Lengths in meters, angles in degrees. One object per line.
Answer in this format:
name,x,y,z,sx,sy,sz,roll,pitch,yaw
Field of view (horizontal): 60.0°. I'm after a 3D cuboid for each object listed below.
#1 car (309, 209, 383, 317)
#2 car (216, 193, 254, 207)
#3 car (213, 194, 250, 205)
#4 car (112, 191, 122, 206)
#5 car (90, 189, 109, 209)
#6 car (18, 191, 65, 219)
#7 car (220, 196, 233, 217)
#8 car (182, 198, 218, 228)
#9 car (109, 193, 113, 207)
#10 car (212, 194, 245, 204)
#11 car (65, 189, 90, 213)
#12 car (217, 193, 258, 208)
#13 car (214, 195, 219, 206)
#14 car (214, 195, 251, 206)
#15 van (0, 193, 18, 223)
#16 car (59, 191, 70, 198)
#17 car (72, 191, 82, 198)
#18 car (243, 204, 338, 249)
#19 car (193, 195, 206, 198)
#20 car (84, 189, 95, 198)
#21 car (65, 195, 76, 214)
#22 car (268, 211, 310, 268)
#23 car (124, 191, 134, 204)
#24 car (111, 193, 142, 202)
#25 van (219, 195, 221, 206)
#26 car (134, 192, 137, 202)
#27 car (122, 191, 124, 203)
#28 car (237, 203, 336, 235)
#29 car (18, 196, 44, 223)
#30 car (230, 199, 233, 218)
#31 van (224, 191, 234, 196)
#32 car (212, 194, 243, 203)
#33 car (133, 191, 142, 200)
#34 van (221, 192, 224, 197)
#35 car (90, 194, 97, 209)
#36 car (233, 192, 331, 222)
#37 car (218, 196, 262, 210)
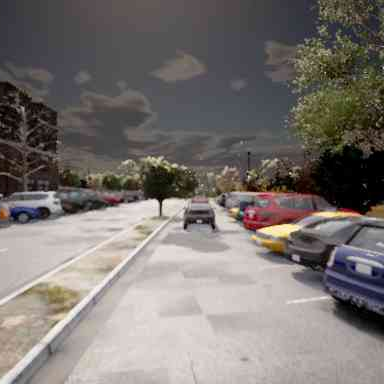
car,4.849,1.316,6.215,4.553,1.767,2.185,1,0,-19
car,5.837,1.044,44.891,4.553,1.767,2.185,1,1,-18
car,6.162,1.121,51.731,5.366,1.575,1.946,1,0,-18
car,-12.398,0.914,43.404,5.566,2.045,2.435,-1,0,-18
car,-12.560,0.956,37.393,5.566,2.045,2.435,-1,0,-18
car,-12.926,1.039,25.349,5.566,2.045,2.435,-1,1,-19
car,5.091,1.311,23.995,5.366,1.575,1.946,1,1,-19
car,0.460,1.359,20.803,1.837,1.490,4.892,0,0,1
car,-12.475,1.216,40.398,4.792,1.488,2.163,-1,0,-18
car,6.074,1.099,55.059,4.892,1.521,2.231,1,0,-18
car,-12.768,0.998,31.355,5.566,2.045,2.435,-1,1,-18
car,5.696,1.064,41.903,4.553,1.767,2.185,1,0,-18
car,5.601,0.981,35.969,5.566,2.045,2.435,1,0,-19
car,5.871,1.175,48.262,4.792,1.488,2.163,1,1,-18
van,-12.950,1.103,19.392,4.442,1.987,1.878,-1,0,-19
car,-30.062,0.597,78.624,2.231,1.521,4.892,0,-1,-18
car,-27.107,0.635,78.510,2.002,1.452,4.674,0,-1,-18
car,4.805,1.395,12.097,5.366,1.575,1.946,1,1,-19
car,0.912,1.081,38.700,2.097,1.767,4.553,0,0,1
car,-24.134,0.343,78.371,2.435,2.045,5.566,0,-1,-18
car,-12.823,1.269,28.368,5.008,1.535,2.097,-1,0,-18
car,4.916,1.422,9.193,4.892,1.521,2.231,1,0,-19
car,-12.159,1.104,52.418,5.008,1.535,2.097,-1,0,-18
car,-12.056,1.016,61.419,5.366,1.575,1.946,-1,1,-18
van,5.387,1.026,32.943,4.442,1.987,1.878,1,1,-18
car,-12.063,1.121,55.442,4.674,1.452,2.002,-1,0,-18
car,-12.304,1.020,46.400,4.553,1.767,2.185,-1,1,-18
car,5.090,1.387,18.094,4.792,1.488,2.163,1,1,-19
car,-12.981,1.310,22.360,5.008,1.535,2.097,-1,0,-18
car,5.218,1.367,21.094,4.792,1.488,2.163,1,0,-19
van,5.238,1.068,26.989,4.442,1.987,1.878,1,1,-19
car,6.177,1.074,58.451,4.892,1.521,2.231,1,1,-18
car,-11.999,0.801,58.439,5.566,2.045,2.435,-1,1,-18
van,5.312,1.047,29.967,4.442,1.987,1.878,1,1,-18
car,-12.634,1.257,34.388,4.792,1.488,2.163,-1,0,-18
car,5.073,1.128,15.143,5.566,2.045,2.435,1,0,-19
car,5.650,1.251,38.933,4.674,1.452,2.002,1,1,-18
